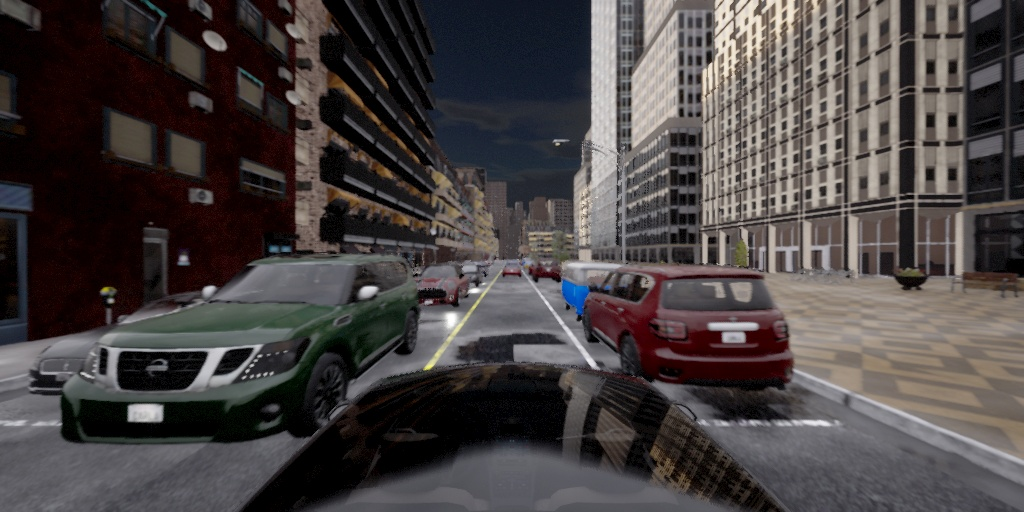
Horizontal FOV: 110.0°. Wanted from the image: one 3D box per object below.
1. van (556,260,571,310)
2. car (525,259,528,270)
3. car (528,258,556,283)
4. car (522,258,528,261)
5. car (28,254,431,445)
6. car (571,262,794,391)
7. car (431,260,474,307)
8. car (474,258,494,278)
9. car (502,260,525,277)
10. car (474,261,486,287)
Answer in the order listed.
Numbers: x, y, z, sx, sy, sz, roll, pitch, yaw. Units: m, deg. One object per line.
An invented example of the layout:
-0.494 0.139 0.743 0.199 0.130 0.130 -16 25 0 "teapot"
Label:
2.689 1.112 12.254 1.690 1.789 3.998 0 0 0 "van"
2.687 1.387 39.888 1.888 1.381 4.507 0 0 0 "car"
2.688 1.126 28.834 2.192 1.841 5.009 0 0 0 "car"
2.687 1.416 56.637 1.751 1.417 4.829 0 0 0 "car"
-3.085 0.980 5.787 2.150 2.045 5.566 0 0 0 "car"
2.690 1.074 6.729 2.192 1.841 5.009 0 0 0 "car"
-3.093 1.130 15.607 2.097 1.767 4.553 0 0 0 "car"
-3.001 1.077 31.885 2.033 1.411 5.357 0 0 0 "car"
0.003 1.397 36.713 1.994 1.385 4.181 0 0 1 "car"
-3.095 1.328 25.411 1.812 1.442 4.674 0 0 0 "car"
